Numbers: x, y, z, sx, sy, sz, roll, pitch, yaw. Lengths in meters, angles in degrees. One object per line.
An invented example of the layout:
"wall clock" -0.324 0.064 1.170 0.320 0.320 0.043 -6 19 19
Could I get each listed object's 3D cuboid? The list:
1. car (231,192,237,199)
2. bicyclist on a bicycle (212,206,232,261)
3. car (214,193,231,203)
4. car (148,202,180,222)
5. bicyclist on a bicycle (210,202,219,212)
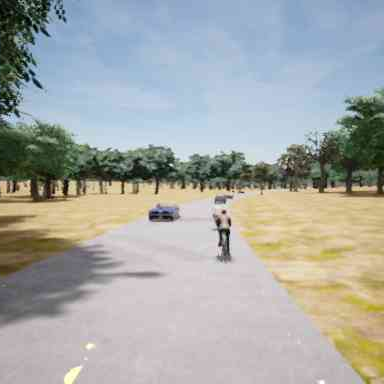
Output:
"car" 8.118 0.856 73.260 1.895 1.301 4.718 1 1 13
"bicyclist on a bicycle" 1.074 1.411 11.100 0.582 1.620 1.656 0 0 2
"car" 4.816 1.021 55.411 2.128 1.511 4.902 0 1 9
"car" -2.054 1.448 25.338 1.895 1.301 4.718 0 1 4
"bicyclist on a bicycle" 1.456 1.345 19.143 0.866 1.612 1.509 0 1 3
